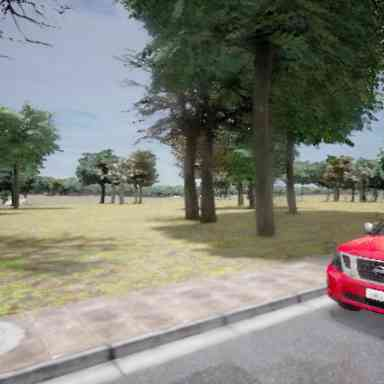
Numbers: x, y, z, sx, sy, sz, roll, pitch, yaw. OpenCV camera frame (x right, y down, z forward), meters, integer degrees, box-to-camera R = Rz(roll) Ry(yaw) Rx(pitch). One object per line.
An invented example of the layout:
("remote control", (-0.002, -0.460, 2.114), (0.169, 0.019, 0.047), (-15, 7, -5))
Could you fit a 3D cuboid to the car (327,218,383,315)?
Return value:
("car", (5.064, 1.232, 6.665), (5.566, 2.045, 2.150), (0, 0, -35))
